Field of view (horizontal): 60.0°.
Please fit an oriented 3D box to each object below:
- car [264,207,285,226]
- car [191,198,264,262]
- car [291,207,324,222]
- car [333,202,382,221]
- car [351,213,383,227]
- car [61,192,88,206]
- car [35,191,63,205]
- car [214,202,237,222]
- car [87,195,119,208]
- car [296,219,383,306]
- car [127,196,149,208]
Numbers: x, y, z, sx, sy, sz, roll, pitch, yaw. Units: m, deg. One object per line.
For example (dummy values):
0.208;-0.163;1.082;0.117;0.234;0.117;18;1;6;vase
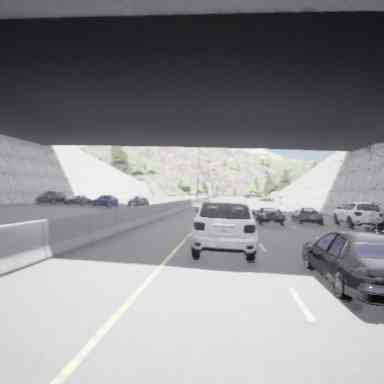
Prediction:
6.177;1.898;26.795;1.895;1.301;4.718;3;0;6;car
1.257;1.287;12.818;2.150;2.045;5.566;3;0;6;car
9.898;2.027;28.734;1.994;1.385;4.181;3;0;6;car
13.225;1.828;26.779;2.150;2.045;5.566;3;0;6;car
8.324;1.883;13.290;1.837;1.490;4.892;3;0;6;car
-13.679;0.999;40.453;1.994;1.385;4.181;3;0;6;car
-17.152;0.633;40.752;2.097;1.767;4.553;3;0;6;car
2.972;1.684;29.782;1.812;1.442;4.674;3;0;6;car
-10.235;1.064;39.762;1.882;1.535;5.008;3;0;6;car
4.314;1.745;8.656;2.033;1.411;5.357;3;0;6;car
-6.579;1.240;41.097;2.128;1.511;4.902;3;0;6;car
